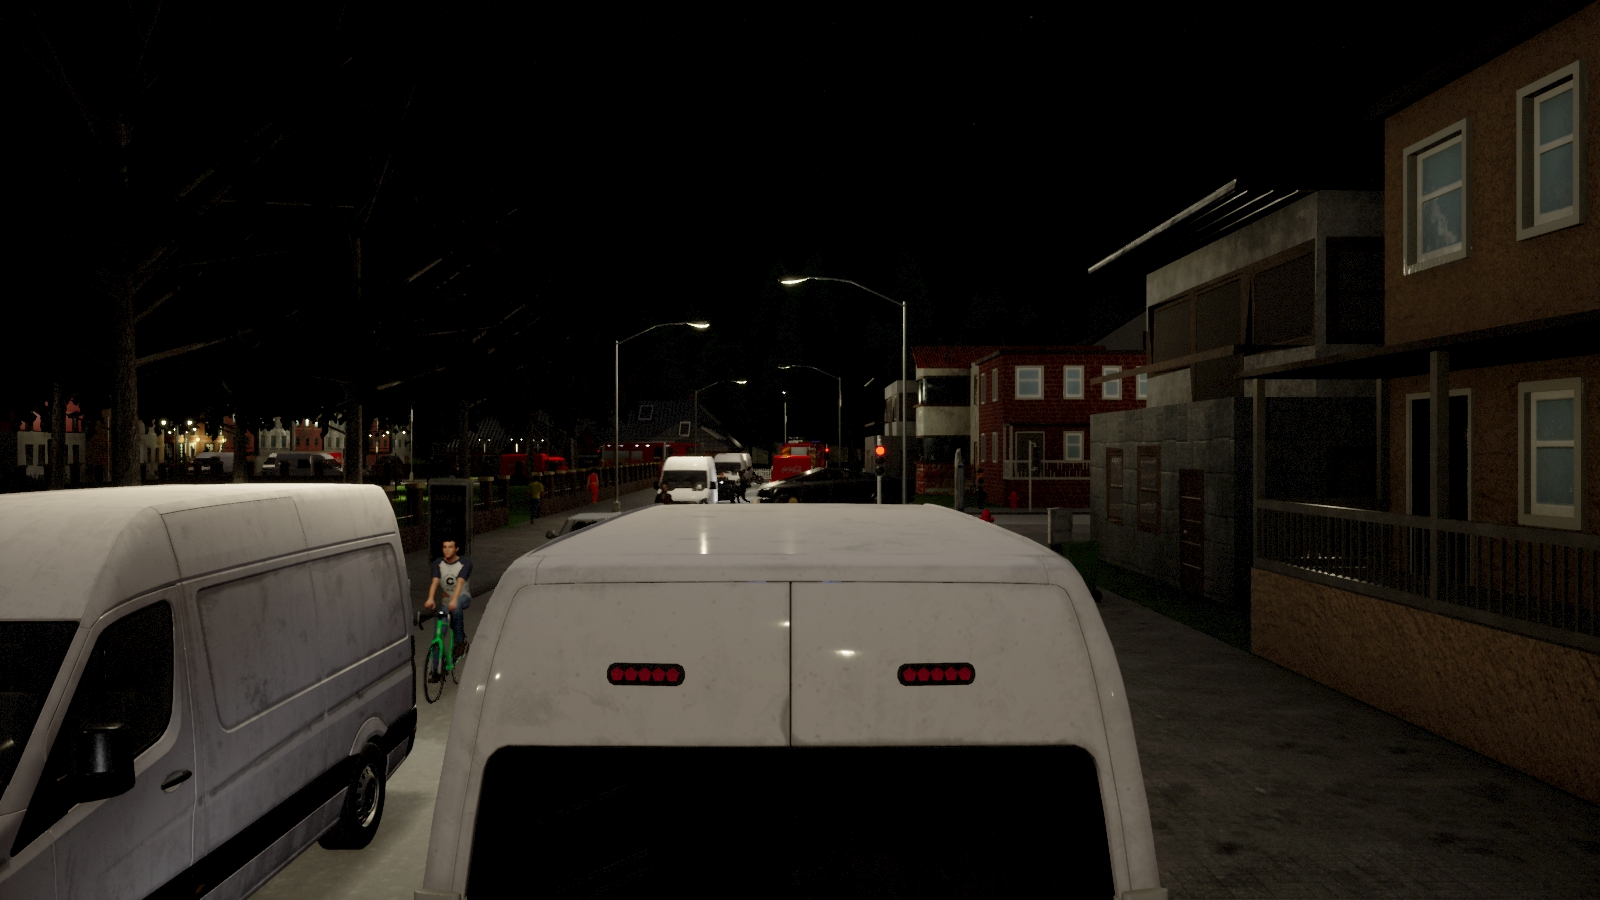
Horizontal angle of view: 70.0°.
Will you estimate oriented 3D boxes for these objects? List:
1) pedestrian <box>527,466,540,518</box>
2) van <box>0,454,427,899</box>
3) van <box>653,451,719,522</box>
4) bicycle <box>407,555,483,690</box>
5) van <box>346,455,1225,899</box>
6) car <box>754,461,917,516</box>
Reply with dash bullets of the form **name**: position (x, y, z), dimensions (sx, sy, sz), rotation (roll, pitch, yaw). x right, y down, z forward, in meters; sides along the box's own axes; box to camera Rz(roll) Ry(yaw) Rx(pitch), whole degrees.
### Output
- **pedestrian**: position (-9.638, 1.526, 41.304), dimensions (0.375, 1.860, 0.375), rotation (0, 0, -1)
- **van**: position (-4.032, 1.314, 6.374), dimensions (1.988, 2.561, 5.915), rotation (0, 0, 0)
- **van**: position (-4.302, 1.314, 44.018), dimensions (1.988, 2.561, 5.915), rotation (0, 0, 0)
- **bicycle**: position (-4.059, 1.936, 13.154), dimensions (0.373, 1.296, 1.643), rotation (0, 0, 0)
- **van**: position (-0.041, 1.314, 5.541), dimensions (1.988, 2.561, 5.915), rotation (0, 0, 0)
- **car**: position (1.400, 1.534, 46.592), dimensions (6.274, 2.098, 2.390), rotation (0, 0, -10)
